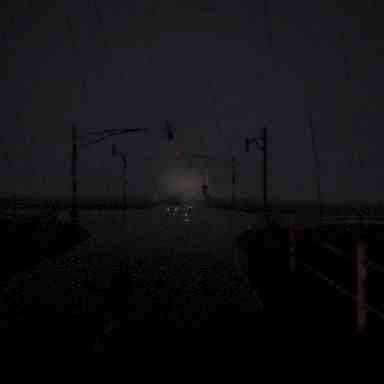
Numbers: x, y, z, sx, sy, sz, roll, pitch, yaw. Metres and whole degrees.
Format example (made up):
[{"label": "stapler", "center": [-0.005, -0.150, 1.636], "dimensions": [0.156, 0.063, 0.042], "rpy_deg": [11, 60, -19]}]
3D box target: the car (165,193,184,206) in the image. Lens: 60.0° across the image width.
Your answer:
[{"label": "car", "center": [-2.752, 1.191, 48.406], "dimensions": [2.128, 1.511, 4.902], "rpy_deg": [0, 1, 0]}]
